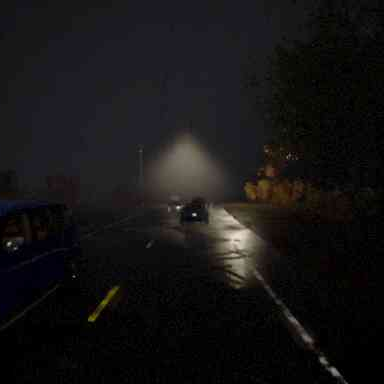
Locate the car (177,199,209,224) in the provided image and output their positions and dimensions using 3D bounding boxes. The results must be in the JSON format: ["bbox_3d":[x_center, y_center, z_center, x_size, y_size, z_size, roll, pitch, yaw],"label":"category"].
[{"bbox_3d":[0.193,1.457,23.801,1.994,1.385,4.181,0,0,1],"label":"car"}]

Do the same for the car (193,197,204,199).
[{"bbox_3d":[0.806,1.335,41.553,1.812,1.442,4.674,0,0,3],"label":"car"}]

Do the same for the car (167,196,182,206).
[{"bbox_3d":[-2.466,1.321,48.826,2.033,1.411,5.357,0,0,4],"label":"car"}]

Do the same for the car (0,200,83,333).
[{"bbox_3d":[-3.601,1.196,5.541,2.150,2.045,5.566,0,0,0],"label":"car"}]
